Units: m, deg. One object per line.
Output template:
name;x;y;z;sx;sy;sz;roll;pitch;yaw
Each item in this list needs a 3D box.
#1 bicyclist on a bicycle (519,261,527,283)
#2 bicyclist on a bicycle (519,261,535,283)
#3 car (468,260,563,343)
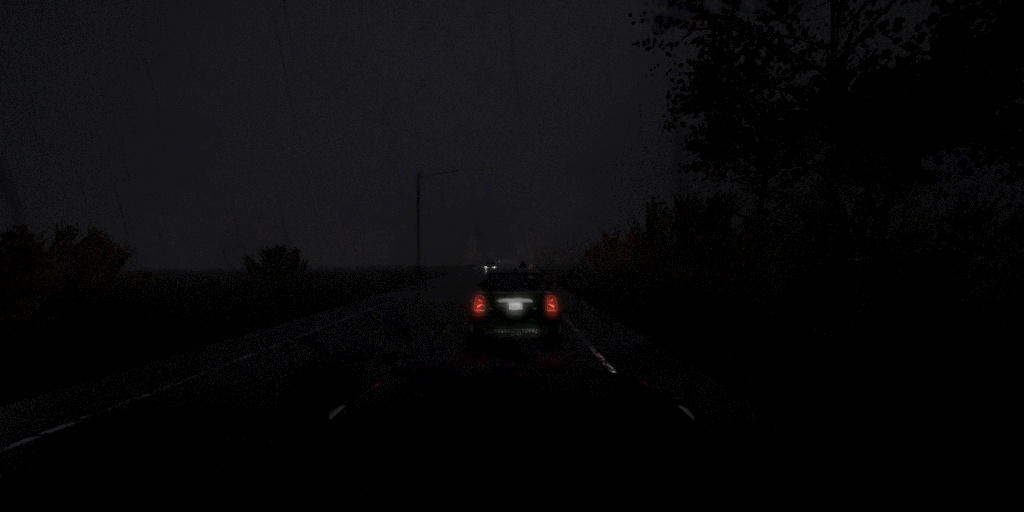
bicyclist on a bicycle;0.839;1.193;27.269;0.582;1.620;1.656;0;0;0
bicyclist on a bicycle;0.903;1.181;17.152;0.866;1.612;1.509;0;0;0
car;0.072;1.099;9.808;2.097;1.767;4.553;0;0;0
